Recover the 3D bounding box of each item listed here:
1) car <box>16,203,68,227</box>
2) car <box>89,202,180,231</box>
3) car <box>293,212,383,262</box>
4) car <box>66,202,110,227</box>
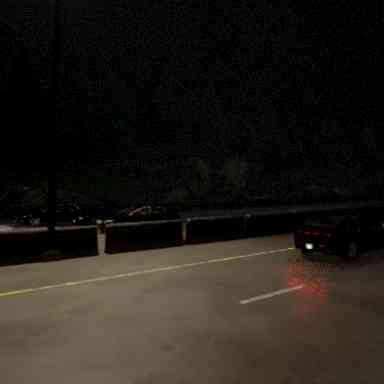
[{"bbox_3d":[-9.477,1.532,23.068,4.892,1.490,1.837,0,0,-36],"label":"car"},{"bbox_3d":[-3.007,1.508,19.112,4.902,1.511,2.128,0,0,-36],"label":"car"},{"bbox_3d":[5.779,1.502,12.265,4.892,1.490,1.837,0,0,-36],"label":"car"},{"bbox_3d":[-5.595,1.586,21.559,4.181,1.385,1.994,0,0,-36],"label":"car"}]
